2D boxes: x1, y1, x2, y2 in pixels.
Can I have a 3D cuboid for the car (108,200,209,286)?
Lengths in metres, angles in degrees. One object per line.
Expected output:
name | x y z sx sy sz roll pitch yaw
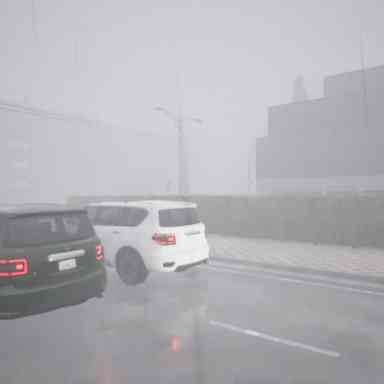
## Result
car | -2.140 1.264 9.765 5.566 2.045 2.150 0 0 36

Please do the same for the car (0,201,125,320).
car | -4.165 1.263 6.911 5.566 2.045 2.150 0 0 36
